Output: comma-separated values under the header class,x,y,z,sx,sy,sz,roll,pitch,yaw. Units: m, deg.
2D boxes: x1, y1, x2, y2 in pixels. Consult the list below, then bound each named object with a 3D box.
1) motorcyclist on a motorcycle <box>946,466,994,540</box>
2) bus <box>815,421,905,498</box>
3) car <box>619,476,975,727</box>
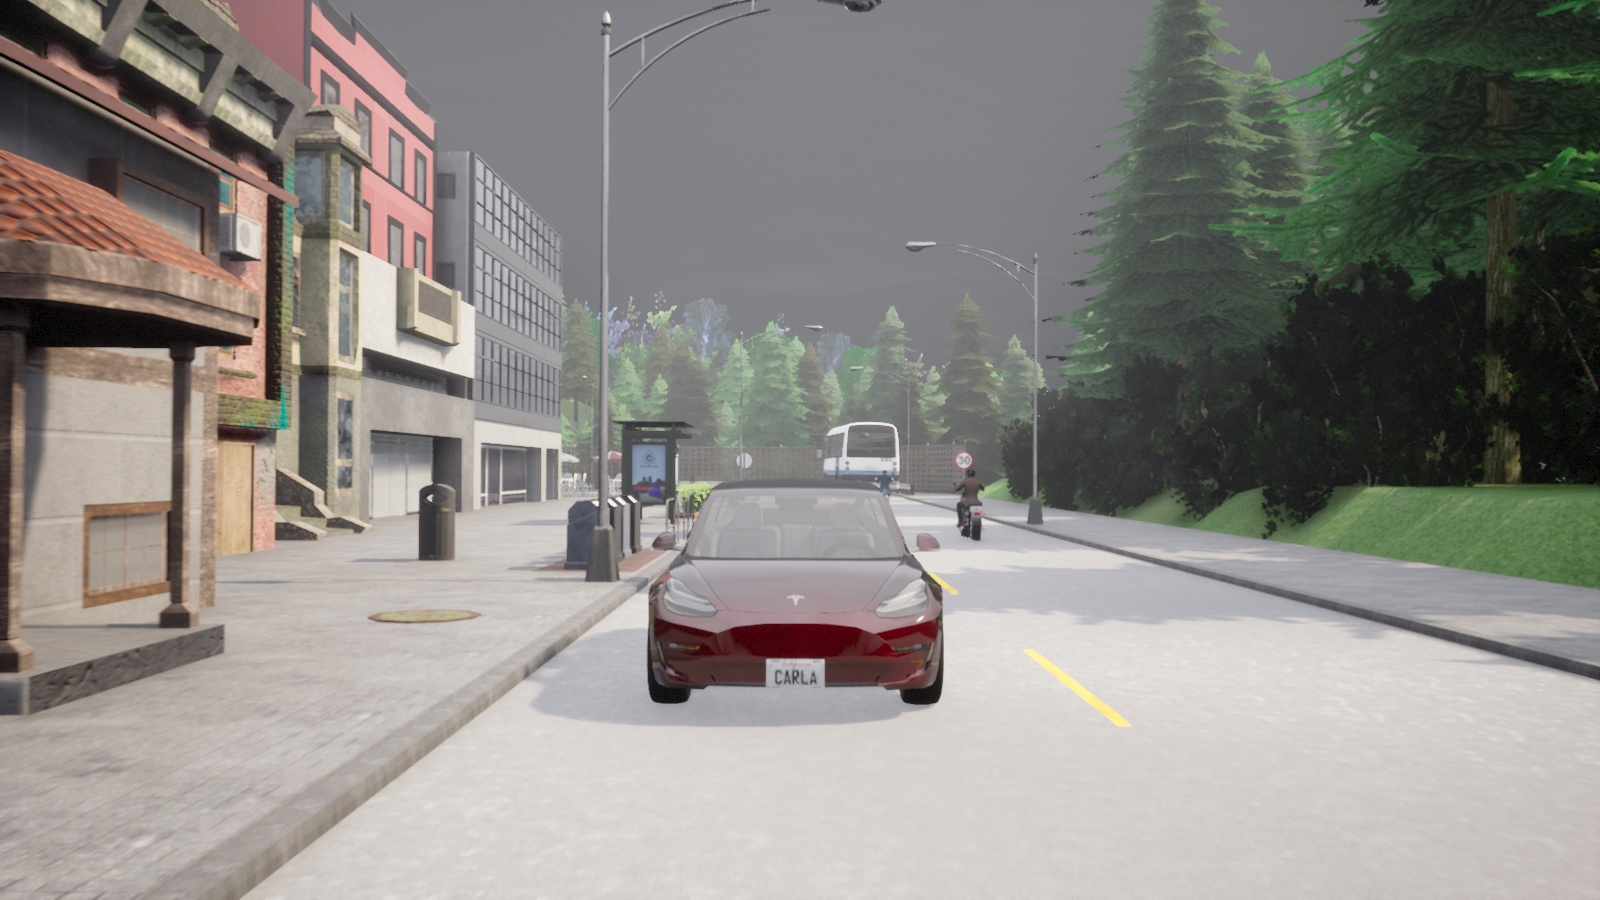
class,x,y,z,sx,sy,sz,roll,pitch,yaw
motorcyclist on a motorcycle,3.930,1.211,29.202,0.766,1.649,2.350,0,-1,0
bus,3.425,0.619,75.265,3.944,4.253,10.273,0,-1,-5
car,-0.024,0.972,10.060,2.163,1.488,4.792,0,-1,0
